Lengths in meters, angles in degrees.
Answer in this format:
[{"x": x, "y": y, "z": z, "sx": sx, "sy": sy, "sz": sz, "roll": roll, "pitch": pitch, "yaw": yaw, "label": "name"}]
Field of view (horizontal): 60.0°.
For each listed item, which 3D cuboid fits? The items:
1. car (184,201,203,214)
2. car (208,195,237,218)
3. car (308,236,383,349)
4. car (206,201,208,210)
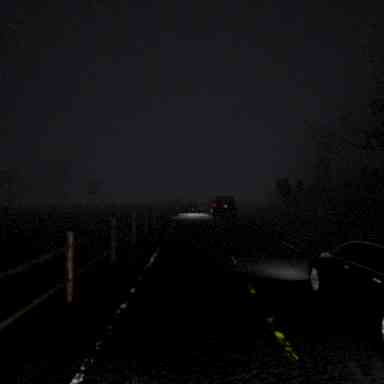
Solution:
[{"x": 0.143, "y": 1.672, "z": 37.304, "sx": 1.994, "sy": 1.385, "sz": 4.181, "roll": 0, "pitch": 0, "yaw": 0, "label": "car"}, {"x": 2.932, "y": 1.320, "z": 31.373, "sx": 2.150, "sy": 2.045, "sz": 5.566, "roll": 0, "pitch": 0, "yaw": 1, "label": "car"}, {"x": 3.590, "y": 1.533, "z": 5.846, "sx": 1.837, "sy": 1.490, "sz": 4.892, "roll": 0, "pitch": 0, "yaw": 0, "label": "car"}, {"x": 2.938, "y": 1.623, "z": 44.076, "sx": 1.882, "sy": 1.535, "sz": 5.008, "roll": 0, "pitch": 0, "yaw": 1, "label": "car"}]
